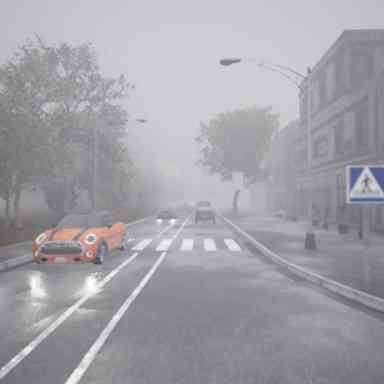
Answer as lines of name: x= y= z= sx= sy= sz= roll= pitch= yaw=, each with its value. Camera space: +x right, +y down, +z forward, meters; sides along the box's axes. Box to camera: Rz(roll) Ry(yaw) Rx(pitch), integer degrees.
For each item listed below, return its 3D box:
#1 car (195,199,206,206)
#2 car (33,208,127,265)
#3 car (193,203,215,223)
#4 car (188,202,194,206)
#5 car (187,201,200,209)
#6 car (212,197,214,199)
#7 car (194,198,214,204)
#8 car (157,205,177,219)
car: x=2.377 y=2.799 z=87.950 sx=2.002 sy=1.452 sz=4.674 roll=-1 pitch=1 yaw=13
car: x=-3.837 y=1.484 z=12.161 sx=2.097 sy=1.767 sz=4.553 roll=0 pitch=-1 yaw=2
car: x=1.251 y=2.131 z=32.447 sx=1.882 sy=1.535 sz=5.008 roll=0 pitch=-1 yaw=2
car: x=-0.337 y=3.132 z=71.510 sx=2.002 sy=1.452 sz=4.674 roll=-2 pitch=1 yaw=6
car: x=0.349 y=2.953 z=77.613 sx=2.097 sy=1.535 sz=5.008 roll=1 pitch=2 yaw=11
car: x=3.875 y=2.628 z=93.999 sx=2.097 sy=1.535 sz=5.008 roll=-1 pitch=2 yaw=16
car: x=1.861 y=2.372 z=51.891 sx=2.150 sy=2.045 sz=5.566 roll=0 pitch=-1 yaw=2
car: x=-2.867 y=2.317 z=38.775 sx=1.837 sy=1.490 sz=4.892 roll=0 pitch=-2 yaw=3
